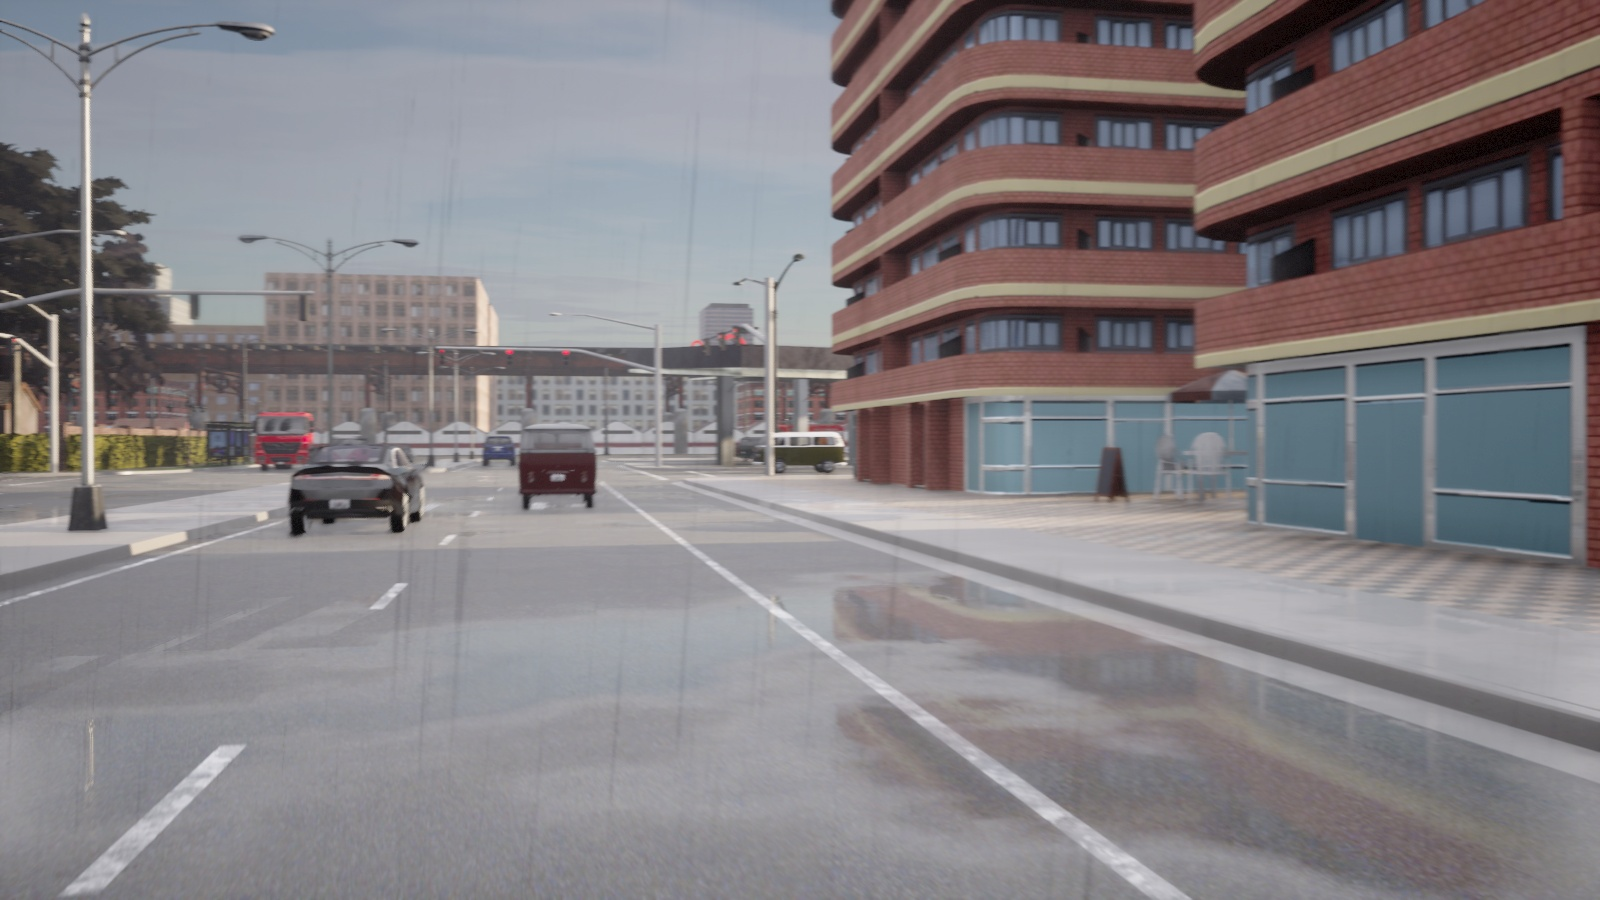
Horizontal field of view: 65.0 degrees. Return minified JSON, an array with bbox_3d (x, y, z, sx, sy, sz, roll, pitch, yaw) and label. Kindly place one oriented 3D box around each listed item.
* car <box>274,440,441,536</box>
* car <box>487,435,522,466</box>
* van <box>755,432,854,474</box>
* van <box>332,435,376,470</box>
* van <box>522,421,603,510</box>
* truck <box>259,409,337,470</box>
[{"bbox_3d":[-7.772,0.590,22.536,2.128,1.511,4.902,0,0,-11],"label":"car"},{"bbox_3d":[-20.391,0.015,86.754,2.150,2.045,5.566,0,0,-11],"label":"car"},{"bbox_3d":[0.203,0.121,61.926,4.480,2.038,2.069,0,0,-13],"label":"van"},{"bbox_3d":[-25.778,0.138,72.678,1.775,1.987,4.442,0,0,-11],"label":"van"},{"bbox_3d":[-5.782,0.338,30.545,1.775,1.987,4.442,0,0,-11],"label":"van"},{"bbox_3d":[-29.833,-0.601,74.911,2.891,3.462,7.936,0,0,-11],"label":"truck"}]
